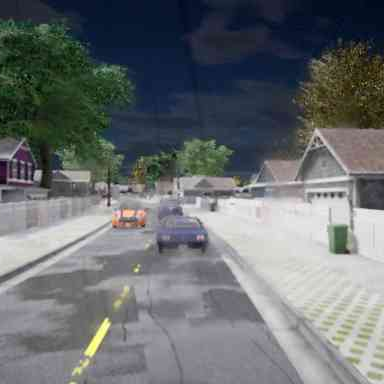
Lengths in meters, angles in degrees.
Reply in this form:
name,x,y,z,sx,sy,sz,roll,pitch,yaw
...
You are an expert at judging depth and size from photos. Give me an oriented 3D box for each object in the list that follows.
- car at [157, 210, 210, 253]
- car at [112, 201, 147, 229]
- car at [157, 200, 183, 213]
name,x,y,z,sx,sy,sz,roll,pitch,yaw
car,-0.439,1.650,13.918,1.895,1.301,4.718,0,0,-3
car,-4.134,1.436,22.579,2.097,1.767,4.553,0,0,-6
car,-2.027,1.463,29.849,2.097,1.767,4.553,0,0,-7
